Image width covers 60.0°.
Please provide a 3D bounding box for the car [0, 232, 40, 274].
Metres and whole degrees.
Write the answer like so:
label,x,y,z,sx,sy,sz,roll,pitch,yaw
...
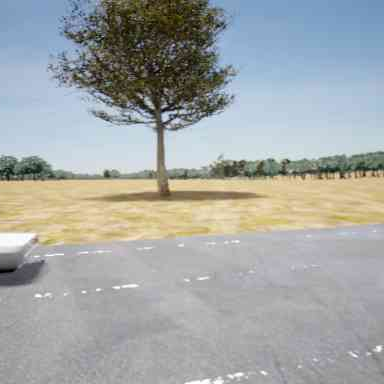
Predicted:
label,x,y,z,sx,sy,sz,roll,pitch,yaw
car,-6.071,1.335,7.332,4.718,1.301,1.895,-1,2,-15
